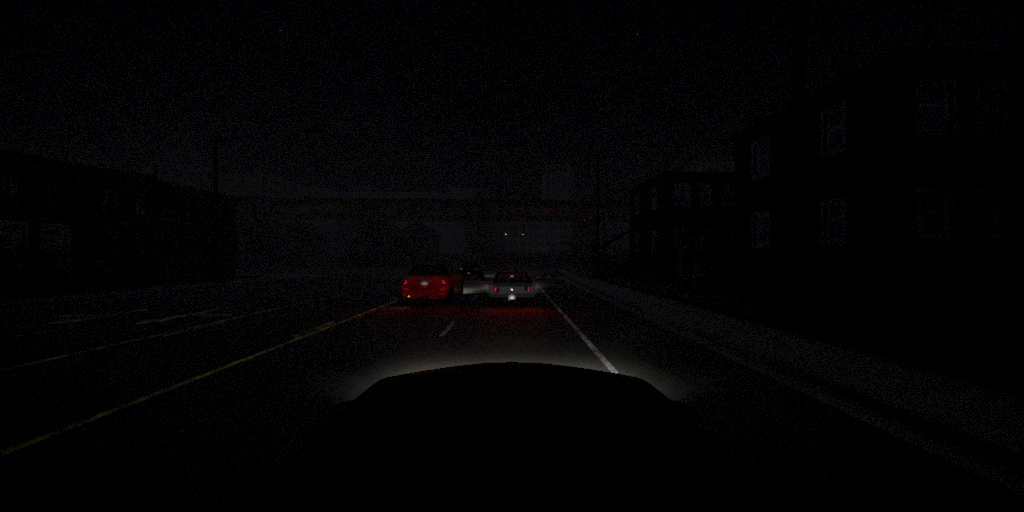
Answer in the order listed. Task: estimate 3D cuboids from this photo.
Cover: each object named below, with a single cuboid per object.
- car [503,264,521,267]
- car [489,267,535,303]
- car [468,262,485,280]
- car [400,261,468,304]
[{"bbox_3d":[0.000,1.365,31.530,1.895,1.301,4.718,0,0,0],"label":"car"},{"bbox_3d":[0.000,1.365,16.530,1.895,1.301,4.718,0,0,0],"label":"car"},{"bbox_3d":[-3.500,1.234,31.500,1.882,1.535,5.008,0,0,0],"label":"car"},{"bbox_3d":[-3.503,1.113,16.469,2.097,1.767,4.553,0,0,0],"label":"car"}]
